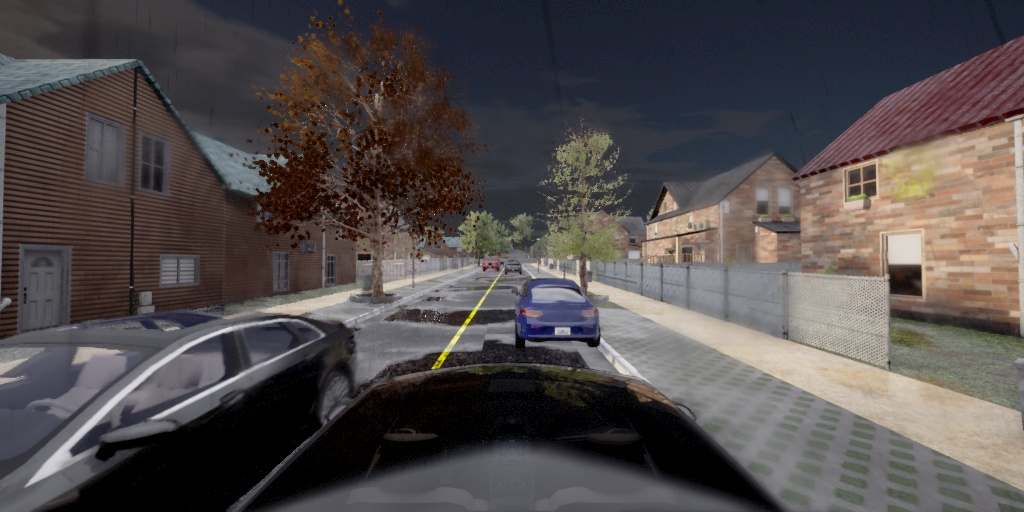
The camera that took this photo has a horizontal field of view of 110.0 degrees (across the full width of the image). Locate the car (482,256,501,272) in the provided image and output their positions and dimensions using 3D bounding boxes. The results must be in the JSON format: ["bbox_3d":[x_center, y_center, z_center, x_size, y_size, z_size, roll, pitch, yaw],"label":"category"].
[{"bbox_3d":[-2.773,1.008,47.985,2.150,2.045,5.566,0,0,0],"label":"car"}]

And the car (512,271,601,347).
[{"bbox_3d":[0.977,1.280,9.186,1.812,1.442,4.674,0,0,0],"label":"car"}]

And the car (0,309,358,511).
[{"bbox_3d":[-2.846,1.242,2.575,2.128,1.511,4.902,0,0,0],"label":"car"}]

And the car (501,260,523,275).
[{"bbox_3d":[0.146,1.269,40.041,2.128,1.511,4.902,0,0,0],"label":"car"}]
